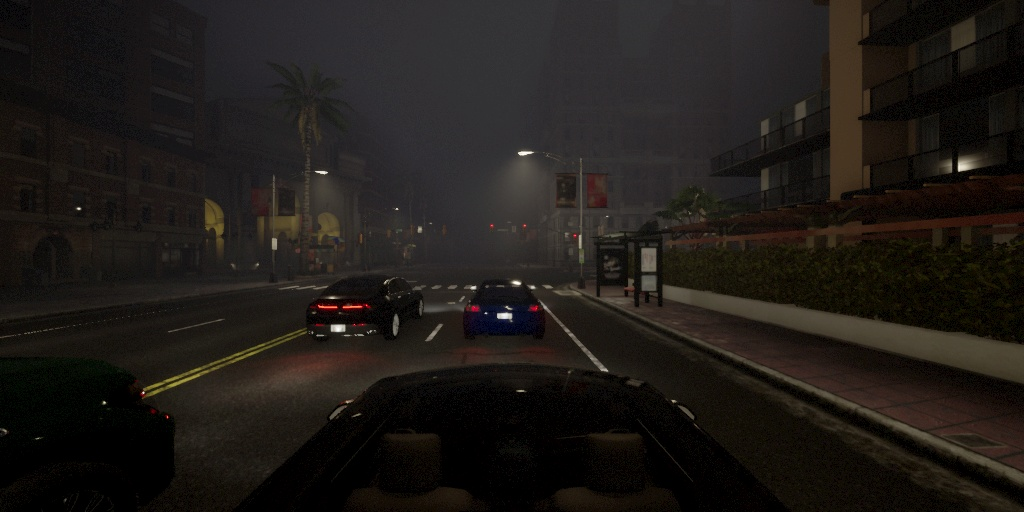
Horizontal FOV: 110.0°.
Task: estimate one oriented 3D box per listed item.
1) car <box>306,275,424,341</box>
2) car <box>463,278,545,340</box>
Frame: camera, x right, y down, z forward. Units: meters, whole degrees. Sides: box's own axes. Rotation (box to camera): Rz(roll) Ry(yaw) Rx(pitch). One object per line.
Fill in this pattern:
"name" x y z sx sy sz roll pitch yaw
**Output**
"car" -3.725 1.255 9.879 1.837 1.490 4.892 0 0 -3
"car" -0.236 1.314 10.035 1.994 1.385 4.181 0 0 -2
